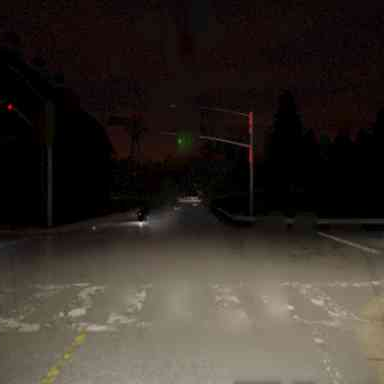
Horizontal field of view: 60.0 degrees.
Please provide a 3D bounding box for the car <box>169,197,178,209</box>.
[{"bbox_3d":[-3.459,1.816,48.510,1.812,1.442,4.674,0,0,0],"label":"car"}]

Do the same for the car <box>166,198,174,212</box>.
[{"bbox_3d":[-3.491,1.739,39.213,1.837,1.490,4.892,0,0,0],"label":"car"}]

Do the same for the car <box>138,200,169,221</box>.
[{"bbox_3d":[-3.519,1.724,29.468,2.033,1.411,5.357,0,0,0],"label":"car"}]
